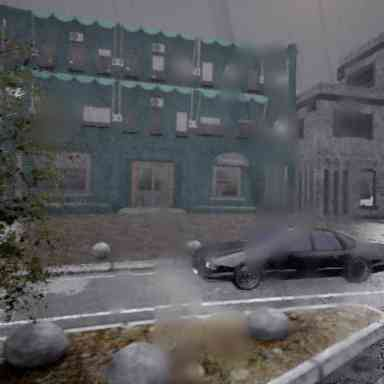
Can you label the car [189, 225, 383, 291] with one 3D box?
[{"bbox_3d":[2.687,1.620,8.909,5.357,1.411,2.033,1,-1,-14],"label":"car"}]
